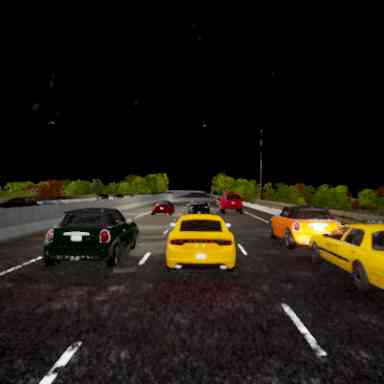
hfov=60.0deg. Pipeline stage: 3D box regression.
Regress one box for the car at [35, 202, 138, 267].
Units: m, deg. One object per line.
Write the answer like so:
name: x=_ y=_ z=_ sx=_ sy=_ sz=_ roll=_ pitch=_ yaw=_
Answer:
car: x=-3.214 y=1.314 z=11.484 sx=2.097 sy=1.767 sz=4.553 roll=0 pitch=0 yaw=1

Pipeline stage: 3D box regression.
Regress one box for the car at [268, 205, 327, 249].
car: x=4.796 y=1.364 z=14.658 sx=2.097 sy=1.767 sz=4.553 roll=0 pitch=0 yaw=1

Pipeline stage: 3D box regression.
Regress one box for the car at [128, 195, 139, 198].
car: x=-12.675 y=1.320 z=72.946 sx=1.895 sy=1.301 sz=4.718 roll=0 pitch=0 yaw=1

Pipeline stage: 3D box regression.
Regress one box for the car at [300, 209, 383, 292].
car: x=4.688 y=1.476 z=8.879 sx=1.801 sy=1.575 sz=5.366 roll=0 pitch=0 yaw=1

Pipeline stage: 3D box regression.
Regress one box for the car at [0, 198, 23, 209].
car: x=-17.022 y=1.314 z=32.578 sx=1.882 sy=1.535 sz=5.008 roll=0 pitch=0 yaw=1

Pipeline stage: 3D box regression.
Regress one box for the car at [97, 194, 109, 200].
car: x=-19.660 y=1.103 z=73.722 sx=1.812 sy=1.442 sz=4.674 roll=0 pitch=0 yaw=1

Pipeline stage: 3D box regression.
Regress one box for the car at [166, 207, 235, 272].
car: x=0.273 y=1.464 z=10.855 sx=1.882 sy=1.535 sz=5.008 roll=0 pitch=0 yaw=1

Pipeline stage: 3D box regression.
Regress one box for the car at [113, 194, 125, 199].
car: x=-16.161 y=1.128 z=73.657 sx=1.812 sy=1.442 sz=4.674 roll=0 pitch=0 yaw=1

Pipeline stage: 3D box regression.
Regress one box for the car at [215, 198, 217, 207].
car: x=4.421 y=1.449 z=50.775 sx=2.128 sy=1.511 sz=4.902 roll=0 pitch=0 yaw=1

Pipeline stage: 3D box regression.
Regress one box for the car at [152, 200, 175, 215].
car: x=-2.813 y=1.498 z=33.150 sx=1.994 sy=1.385 sz=4.181 roll=0 pitch=0 yaw=1

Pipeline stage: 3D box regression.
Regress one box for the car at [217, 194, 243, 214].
car: x=4.165 y=1.196 z=35.822 sx=2.150 sy=2.045 sz=5.566 roll=0 pitch=0 yaw=2

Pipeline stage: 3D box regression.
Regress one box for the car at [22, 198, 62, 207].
car: x=-13.542 y=1.410 z=31.664 sx=2.033 sy=1.411 sz=5.357 roll=0 pitch=0 yaw=1

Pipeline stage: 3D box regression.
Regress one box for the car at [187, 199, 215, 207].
car: x=0.619 y=1.454 z=29.446 sx=2.128 sy=1.511 sz=4.902 roll=0 pitch=0 yaw=1
